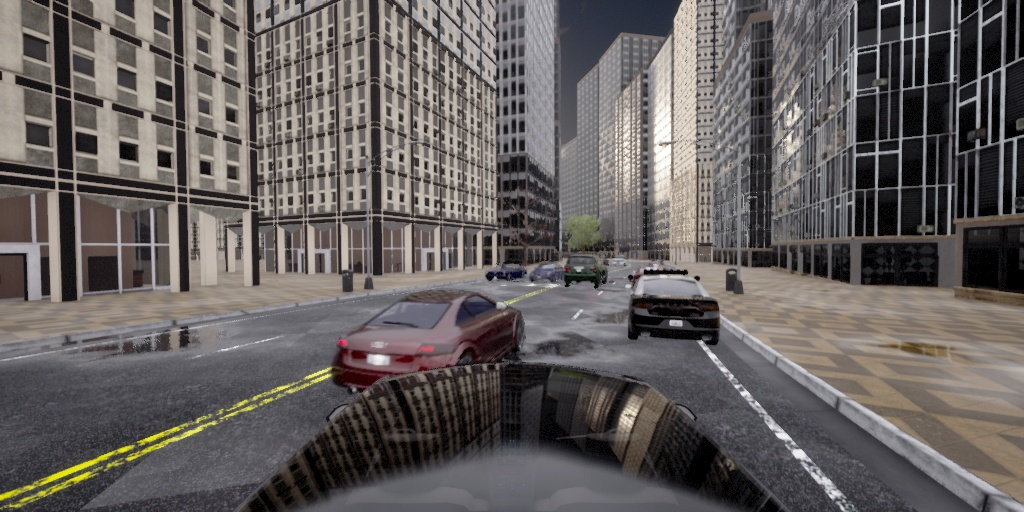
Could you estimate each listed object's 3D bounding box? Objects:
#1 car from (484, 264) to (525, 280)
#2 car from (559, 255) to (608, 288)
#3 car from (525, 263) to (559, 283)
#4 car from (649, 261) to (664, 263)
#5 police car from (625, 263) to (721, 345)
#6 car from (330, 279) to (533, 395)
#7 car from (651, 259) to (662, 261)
[{"bbox_3d":[-0.407,1.314,28.430,1.895,1.301,4.718,0,0,22],"label":"car"},{"bbox_3d":[5.004,0.950,23.945,2.150,2.045,5.566,0,0,22],"label":"car"},{"bbox_3d":[2.808,1.245,27.641,1.812,1.442,4.674,0,0,22],"label":"car"},{"bbox_3d":[7.394,1.217,18.865,1.882,1.535,5.008,0,0,21],"label":"car"},{"bbox_3d":[4.163,1.170,9.779,1.930,1.638,5.238,0,0,18],"label":"police car"},{"bbox_3d":[-1.133,1.310,6.540,1.994,1.385,4.181,0,0,17],"label":"car"},{"bbox_3d":[18.285,1.259,45.653,2.033,1.411,5.357,0,0,26],"label":"car"}]
